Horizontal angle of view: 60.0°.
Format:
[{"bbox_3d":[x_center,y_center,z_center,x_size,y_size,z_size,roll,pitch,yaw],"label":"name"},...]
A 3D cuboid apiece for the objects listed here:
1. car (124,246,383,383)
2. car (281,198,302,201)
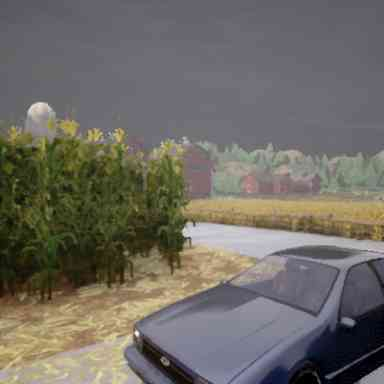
[{"bbox_3d":[1.845,1.539,4.695,5.357,1.411,2.033,0,0,-36],"label":"car"},{"bbox_3d":[21.568,1.871,72.367,1.895,1.301,4.718,0,0,-36],"label":"car"}]
